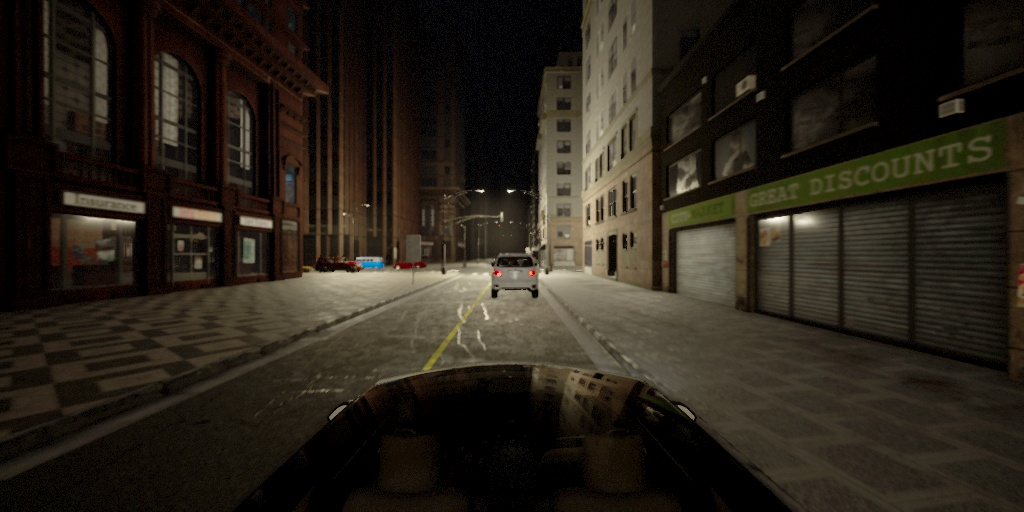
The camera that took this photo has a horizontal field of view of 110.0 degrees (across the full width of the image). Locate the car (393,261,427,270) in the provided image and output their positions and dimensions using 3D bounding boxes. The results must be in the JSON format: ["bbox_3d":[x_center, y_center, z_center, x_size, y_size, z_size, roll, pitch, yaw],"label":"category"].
[{"bbox_3d":[-13.951,1.195,49.232,4.507,1.381,1.888,0,0,0],"label":"car"}]

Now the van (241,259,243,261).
[{"bbox_3d":[-30.849,1.205,40.777,3.998,1.789,1.690,0,0,0],"label":"van"}]

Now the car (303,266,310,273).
[{"bbox_3d":[-25.055,1.321,40.753,4.829,1.417,1.751,0,0,0],"label":"car"}]

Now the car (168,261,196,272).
[{"bbox_3d":[-40.981,1.586,43.433,4.718,1.301,1.895,-1,0,1],"label":"car"}]

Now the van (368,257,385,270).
[{"bbox_3d":[-19.575,1.059,49.256,3.998,1.789,1.690,0,0,0],"label":"van"}]

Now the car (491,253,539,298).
[{"bbox_3d":[0.113,0.877,17.886,2.150,2.045,5.566,0,0,0],"label":"car"}]

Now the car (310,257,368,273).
[{"bbox_3d":[-19.601,1.042,40.730,5.009,1.841,2.192,0,0,0],"label":"car"}]
